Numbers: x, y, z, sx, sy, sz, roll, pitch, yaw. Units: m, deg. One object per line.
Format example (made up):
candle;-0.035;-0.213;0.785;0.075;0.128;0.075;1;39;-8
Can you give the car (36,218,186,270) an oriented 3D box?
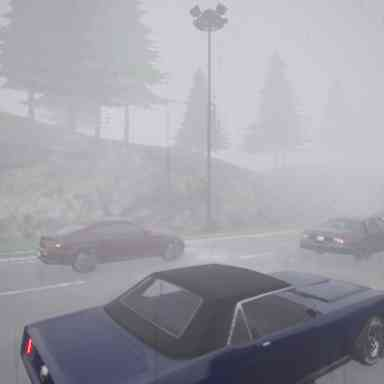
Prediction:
car;-2.401;1.547;10.632;4.674;1.442;1.812;0;0;-36

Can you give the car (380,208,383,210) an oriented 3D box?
car;13.808;1.684;22.519;4.181;1.385;1.994;0;0;-37

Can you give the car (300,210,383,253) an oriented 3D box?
car;6.322;1.609;12.584;5.357;1.411;2.033;0;0;-36

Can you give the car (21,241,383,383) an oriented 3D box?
car;0.606;1.615;4.177;4.718;1.301;1.895;0;0;-35
